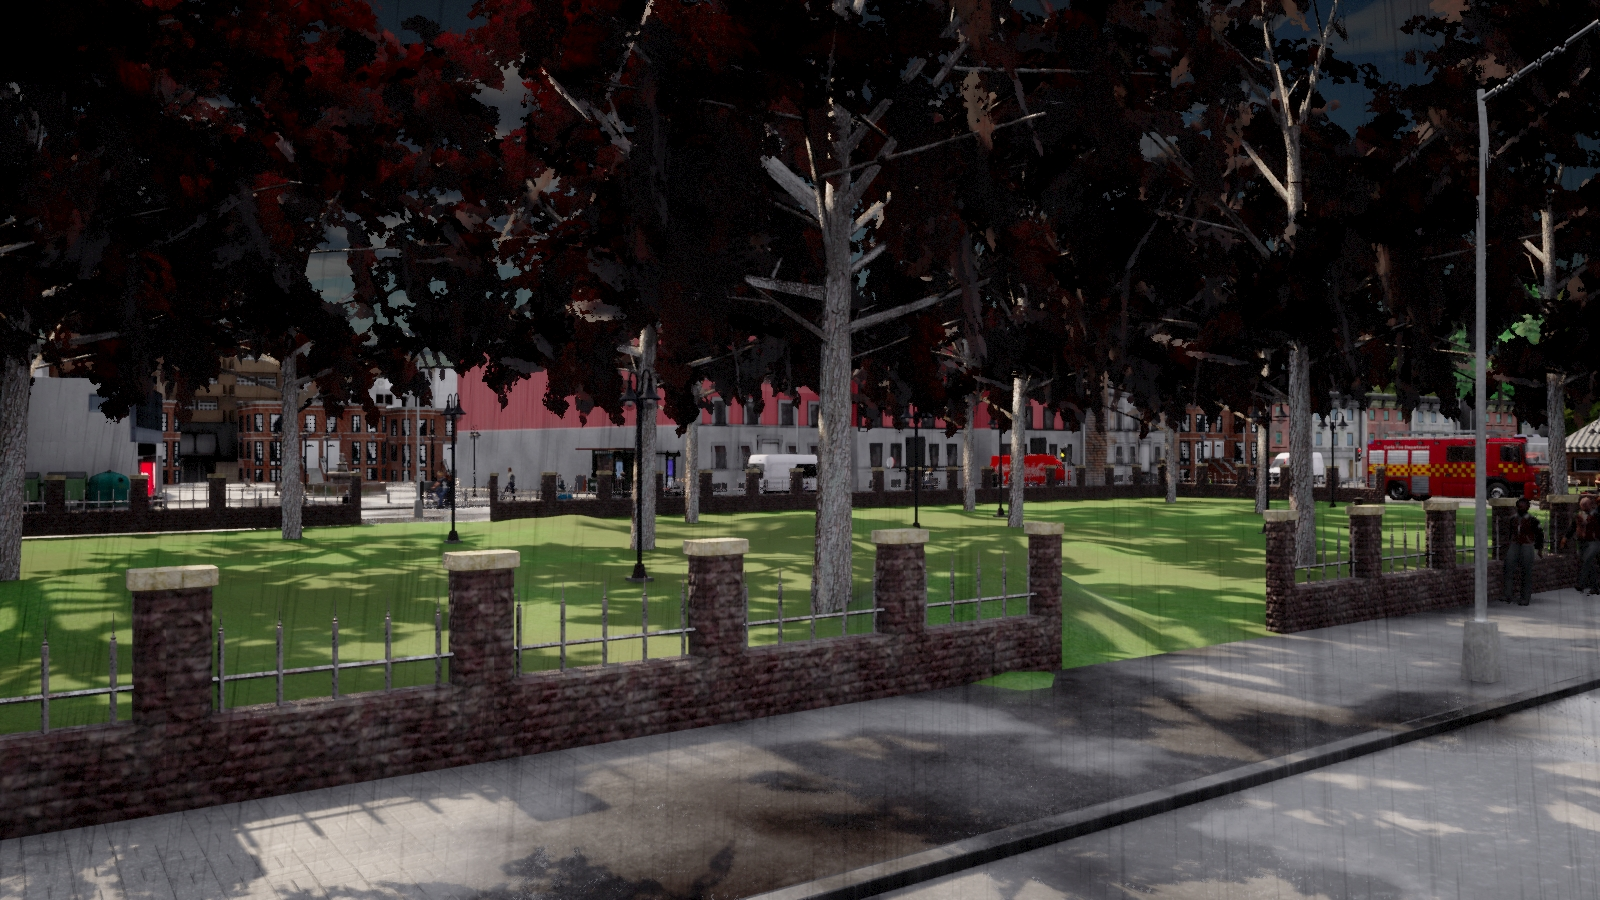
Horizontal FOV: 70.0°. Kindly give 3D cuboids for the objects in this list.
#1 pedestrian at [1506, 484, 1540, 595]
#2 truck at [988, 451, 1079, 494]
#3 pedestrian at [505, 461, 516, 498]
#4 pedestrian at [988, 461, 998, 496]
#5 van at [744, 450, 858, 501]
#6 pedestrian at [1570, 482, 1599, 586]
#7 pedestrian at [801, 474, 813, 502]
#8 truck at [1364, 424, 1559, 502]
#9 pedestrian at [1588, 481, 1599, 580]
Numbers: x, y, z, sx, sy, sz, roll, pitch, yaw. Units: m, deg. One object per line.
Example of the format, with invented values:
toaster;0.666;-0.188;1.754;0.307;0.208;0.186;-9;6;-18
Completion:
pedestrian;12.374;1.516;19.554;0.375;1.860;0.375;0;0;-33
truck;14.257;1.328;69.684;5.204;2.467;2.627;0;0;-35
pedestrian;-14.839;1.515;58.548;0.375;1.860;0.375;0;0;41
pedestrian;10.337;1.508;61.094;0.375;1.860;0.375;0;0;-36
van;0.099;1.300;59.780;5.915;2.561;1.988;0;0;-35
pedestrian;14.326;1.515;20.788;0.375;1.860;0.375;0;0;-26
pedestrian;0.332;1.791;54.063;0.375;1.300;0.375;0;0;-35
truck;34.631;0.645;60.204;2.891;3.827;8.468;0;0;-34
pedestrian;15.159;1.514;21.545;0.375;1.860;0.375;0;0;-35
